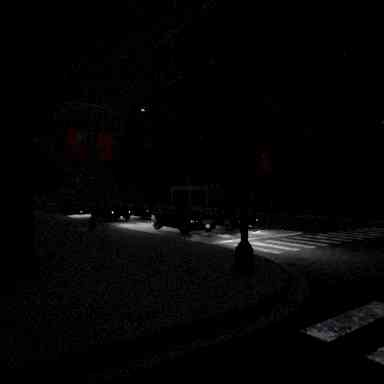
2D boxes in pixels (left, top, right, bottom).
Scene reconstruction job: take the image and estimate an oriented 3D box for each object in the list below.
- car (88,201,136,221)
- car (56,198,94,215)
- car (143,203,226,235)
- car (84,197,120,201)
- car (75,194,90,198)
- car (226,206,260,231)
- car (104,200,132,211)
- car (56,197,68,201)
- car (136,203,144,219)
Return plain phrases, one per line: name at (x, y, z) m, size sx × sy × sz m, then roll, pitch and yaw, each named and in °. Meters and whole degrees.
car at (-6.873, 1.693, 28.204) m, size 1.895 × 1.301 × 4.718 m, roll 0°, pitch 0°, yaw -36°
car at (-13.049, 1.680, 36.818) m, size 2.033 × 1.411 × 5.357 m, roll 0°, pitch 0°, yaw -35°
car at (-0.597, 1.543, 19.468) m, size 2.128 × 1.511 × 4.902 m, roll 0°, pitch 0°, yaw -36°
car at (-10.548, 1.632, 38.906) m, size 2.128 × 1.511 × 4.902 m, roll 0°, pitch 0°, yaw -36°
car at (-21.898, 1.475, 66.151) m, size 2.150 × 2.045 × 5.566 m, roll 0°, pitch 0°, yaw -36°
car at (1.925, 1.605, 21.566) m, size 2.033 × 1.411 × 5.357 m, roll 0°, pitch 0°, yaw -34°
car at (-9.812, 1.761, 43.769) m, size 1.895 × 1.301 × 4.718 m, roll 0°, pitch 0°, yaw -36°
car at (-25.181, 1.745, 65.148) m, size 2.128 × 1.511 × 4.902 m, roll 0°, pitch 0°, yaw -36°
car at (-4.452, 1.701, 30.399) m, size 1.895 × 1.301 × 4.718 m, roll 0°, pitch 0°, yaw -36°
